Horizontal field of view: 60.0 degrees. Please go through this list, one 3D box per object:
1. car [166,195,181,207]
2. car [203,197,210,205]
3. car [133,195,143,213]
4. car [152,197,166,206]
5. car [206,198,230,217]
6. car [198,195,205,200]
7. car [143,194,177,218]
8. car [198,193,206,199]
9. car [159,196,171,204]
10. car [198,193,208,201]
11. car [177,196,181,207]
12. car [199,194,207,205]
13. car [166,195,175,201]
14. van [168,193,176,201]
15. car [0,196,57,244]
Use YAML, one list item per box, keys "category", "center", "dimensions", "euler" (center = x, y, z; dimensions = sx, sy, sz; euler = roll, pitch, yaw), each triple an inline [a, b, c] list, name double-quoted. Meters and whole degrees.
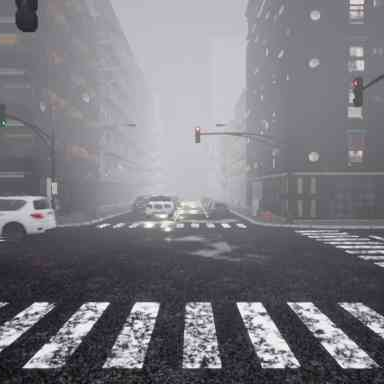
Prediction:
- category: "car"
  center: [-2.760, 1.334, 50.395]
  dimensions: [2.097, 1.767, 4.553]
  euler: [0, 0, 0]
- category: "car"
  center: [2.612, 1.539, 36.921]
  dimensions: [2.008, 1.369, 4.403]
  euler: [-1, 0, 0]
- category: "car"
  center: [-5.271, 1.303, 36.993]
  dimensions: [2.192, 1.841, 5.009]
  euler: [-1, 0, 0]
- category: "car"
  center: [-5.241, 1.563, 53.605]
  dimensions: [1.802, 1.307, 4.206]
  euler: [-1, 0, 0]
- category: "car"
  center: [2.604, 1.572, 31.382]
  dimensions: [1.802, 1.307, 4.206]
  euler: [-1, 0, 0]
- category: "car"
  center: [2.700, 1.539, 92.313]
  dimensions: [1.802, 1.307, 4.206]
  euler: [-1, 0, 0]
- category: "car"
  center: [-2.808, 1.212, 30.382]
  dimensions: [2.150, 2.045, 5.566]
  euler: [0, 0, 0]
- category: "car"
  center: [2.674, 1.551, 75.696]
  dimensions: [1.802, 1.307, 4.206]
  euler: [-1, 0, 0]
- category: "car"
  center: [-5.224, 1.557, 64.679]
  dimensions: [1.802, 1.307, 4.206]
  euler: [-1, 0, 0]
- category: "car"
  center: [2.679, 1.280, 81.235]
  dimensions: [2.192, 1.841, 5.009]
  euler: [-1, 0, 0]
- category: "car"
  center: [-2.785, 1.478, 40.332]
  dimensions: [2.128, 1.511, 4.902]
  euler: [0, 0, 0]
- category: "car"
  center: [2.647, 1.523, 59.078]
  dimensions: [1.887, 1.381, 4.507]
  euler: [-1, 0, 0]
- category: "car"
  center: [-5.199, 1.491, 81.120]
  dimensions: [1.752, 1.417, 4.829]
  euler: [-1, 0, 0]
- category: "van"
  center: [-5.192, 1.302, 86.828]
  dimensions: [1.690, 1.788, 3.998]
  euler: [-1, 0, 0]
- category: "car"
  center: [-9.194, 1.208, 15.307]
  dimensions: [5.566, 2.045, 2.150]
  euler: [0, 0, -1]
